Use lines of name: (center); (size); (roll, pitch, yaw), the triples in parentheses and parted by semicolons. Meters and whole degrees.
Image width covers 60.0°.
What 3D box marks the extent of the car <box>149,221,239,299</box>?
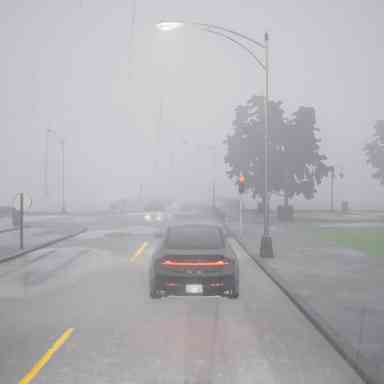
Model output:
car: (0.061, 1.505, 8.454); (1.837, 1.490, 4.892); (0, 0, 0)

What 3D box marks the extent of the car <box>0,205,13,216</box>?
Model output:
car: (-19.141, 1.601, 30.364); (4.718, 1.301, 1.895); (0, 0, 2)

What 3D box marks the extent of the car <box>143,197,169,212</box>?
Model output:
car: (-4.174, 1.563, 37.723); (1.994, 1.385, 4.181); (0, 0, 3)

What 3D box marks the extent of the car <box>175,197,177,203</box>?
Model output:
car: (-4.018, 1.600, 66.721); (1.895, 1.301, 4.718); (0, 0, 0)

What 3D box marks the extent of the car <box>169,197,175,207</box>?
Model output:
car: (-4.091, 1.503, 51.096); (1.837, 1.490, 4.892); (0, 1, 0)
